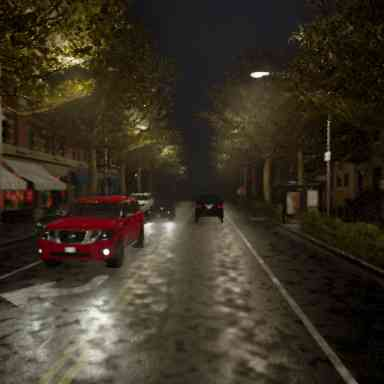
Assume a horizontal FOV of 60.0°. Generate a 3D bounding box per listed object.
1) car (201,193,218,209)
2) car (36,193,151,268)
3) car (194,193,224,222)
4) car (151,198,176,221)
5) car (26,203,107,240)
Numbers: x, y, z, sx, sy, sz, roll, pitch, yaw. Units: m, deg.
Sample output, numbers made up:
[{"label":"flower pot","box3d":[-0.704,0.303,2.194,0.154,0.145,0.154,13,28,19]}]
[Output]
[{"label":"car","box3d":[2.296,1.170,44.986,2.150,2.045,5.566,0,0,2]},{"label":"car","box3d":[-3.079,1.183,11.546,2.150,2.045,5.566,0,0,3]},{"label":"car","box3d":[1.366,1.191,26.292,2.150,2.045,5.566,0,0,3]},{"label":"car","box3d":[-2.317,1.468,26.446,1.812,1.442,4.674,0,0,3]},{"label":"car","box3d":[-6.319,1.407,17.522,2.231,1.521,4.892,0,0,3]}]
